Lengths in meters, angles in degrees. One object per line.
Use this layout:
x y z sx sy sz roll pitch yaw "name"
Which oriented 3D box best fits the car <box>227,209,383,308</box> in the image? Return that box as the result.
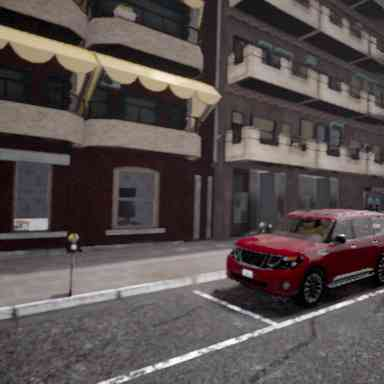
3.212 1.399 8.369 5.009 1.841 2.192 1 1 -36 "car"
